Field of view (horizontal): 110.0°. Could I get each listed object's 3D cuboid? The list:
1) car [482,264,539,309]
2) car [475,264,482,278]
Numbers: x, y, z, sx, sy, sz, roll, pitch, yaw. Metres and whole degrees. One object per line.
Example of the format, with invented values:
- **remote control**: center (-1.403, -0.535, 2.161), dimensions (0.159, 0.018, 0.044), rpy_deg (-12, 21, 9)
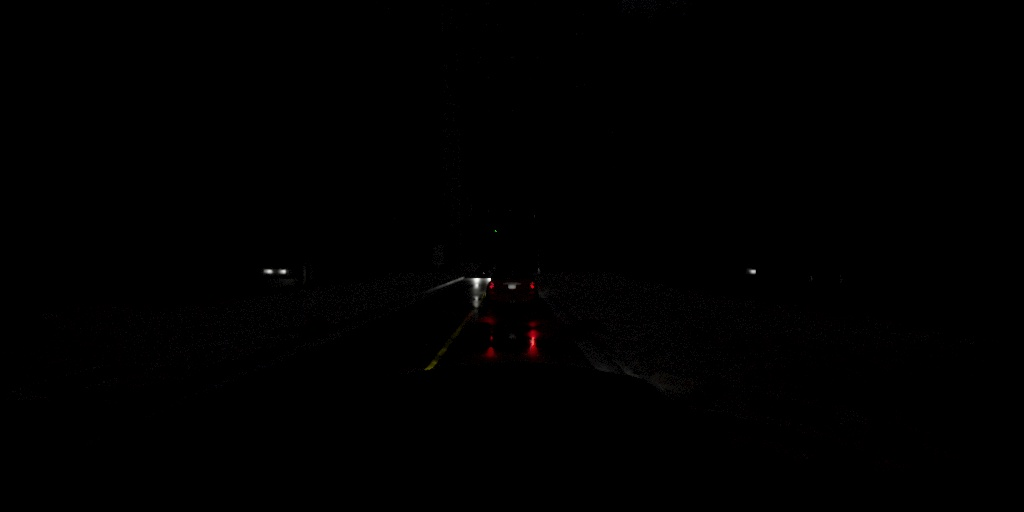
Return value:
- **car**: center (0.009, 1.237, 15.930), dimensions (2.097, 1.767, 4.553), rpy_deg (0, -1, 0)
- **car**: center (-2.986, 1.627, 40.289), dimensions (1.837, 1.490, 4.892), rpy_deg (0, -1, 0)
